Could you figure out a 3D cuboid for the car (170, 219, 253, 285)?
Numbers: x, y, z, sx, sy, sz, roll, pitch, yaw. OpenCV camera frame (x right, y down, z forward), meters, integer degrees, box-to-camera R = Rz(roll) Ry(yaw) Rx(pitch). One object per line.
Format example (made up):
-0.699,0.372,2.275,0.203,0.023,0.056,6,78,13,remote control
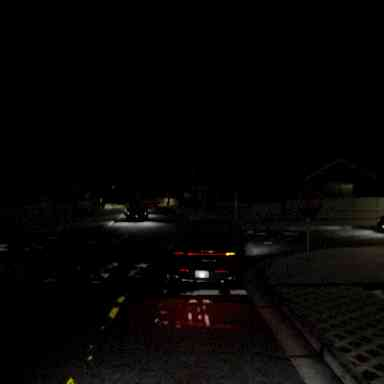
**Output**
0.698,1.548,9.686,1.837,1.490,4.892,-1,0,11,car

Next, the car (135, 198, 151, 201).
-6.200,1.752,39.382,1.882,1.535,5.008,0,0,-9,car

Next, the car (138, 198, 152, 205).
-9.921,1.996,69.435,2.128,1.511,4.902,0,-1,-17,car

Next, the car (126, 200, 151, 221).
-4.753,1.714,29.080,1.812,1.442,4.674,0,0,-7,car

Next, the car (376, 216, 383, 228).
12.318,1.304,16.599,5.357,1.411,2.033,-1,0,5,car

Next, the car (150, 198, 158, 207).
-7.340,1.835,59.650,2.097,1.767,4.553,0,-1,-15,car

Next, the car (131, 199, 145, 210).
-8.363,1.892,51.108,1.837,1.490,4.892,0,-1,-12,car
